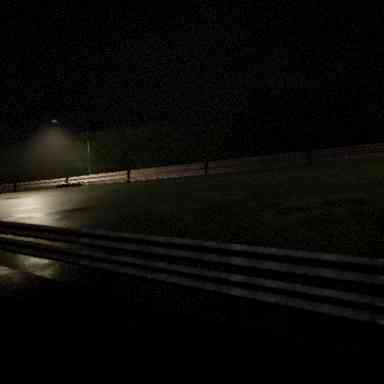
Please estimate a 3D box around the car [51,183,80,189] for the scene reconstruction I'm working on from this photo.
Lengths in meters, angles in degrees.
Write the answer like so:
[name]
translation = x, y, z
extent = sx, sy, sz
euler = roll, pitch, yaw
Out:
[car]
translation = -19.817, -0.933, 52.052
extent = 4.892, 1.490, 1.837
euler = -4, -2, 25
